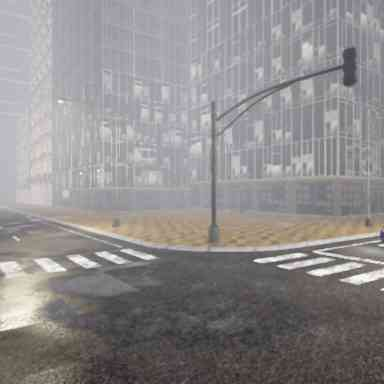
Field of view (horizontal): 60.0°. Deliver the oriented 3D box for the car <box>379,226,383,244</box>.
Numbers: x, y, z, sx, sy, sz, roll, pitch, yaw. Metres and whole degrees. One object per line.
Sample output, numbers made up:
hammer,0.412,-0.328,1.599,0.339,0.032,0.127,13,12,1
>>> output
car,10.400,1.619,15.049,4.674,1.442,1.812,0,0,-34
